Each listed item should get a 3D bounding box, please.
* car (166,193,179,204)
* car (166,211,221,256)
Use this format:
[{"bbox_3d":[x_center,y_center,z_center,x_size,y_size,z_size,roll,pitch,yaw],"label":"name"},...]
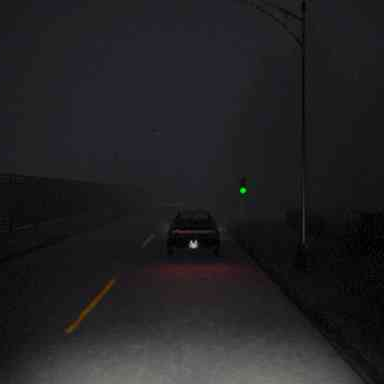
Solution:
[{"bbox_3d":[-4.030,1.465,64.913,1.882,1.535,5.008,0,0,0],"label":"car"},{"bbox_3d":[0.060,1.489,12.998,2.128,1.511,4.902,0,0,0],"label":"car"}]
